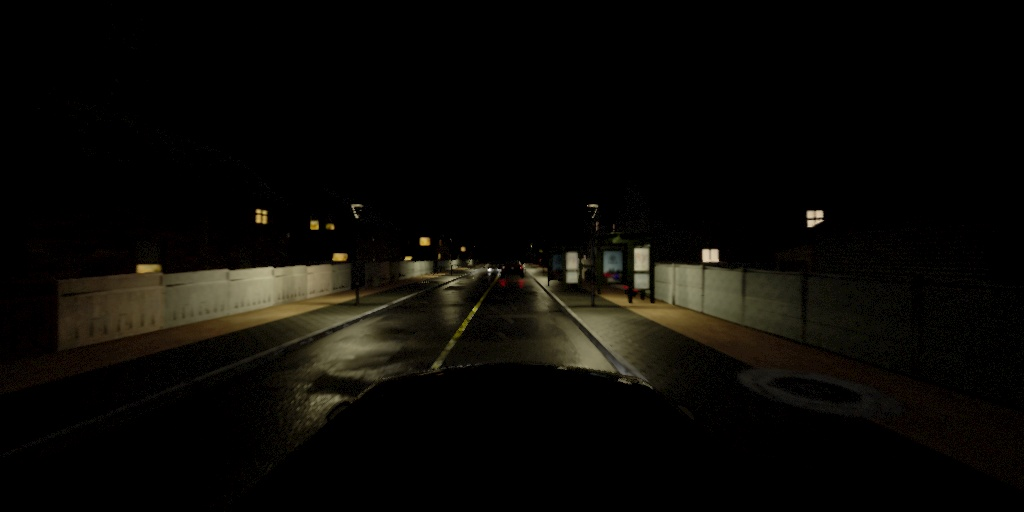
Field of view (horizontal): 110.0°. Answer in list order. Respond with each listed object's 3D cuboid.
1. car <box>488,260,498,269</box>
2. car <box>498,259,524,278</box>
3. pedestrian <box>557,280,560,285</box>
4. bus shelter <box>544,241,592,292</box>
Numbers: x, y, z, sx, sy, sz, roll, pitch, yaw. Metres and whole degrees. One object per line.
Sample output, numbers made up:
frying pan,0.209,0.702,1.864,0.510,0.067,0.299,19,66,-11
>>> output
car,-2.789,1.342,58.744,1.837,1.490,4.892,0,0,1
car,0.051,1.101,34.165,2.097,1.767,4.553,0,0,1
pedestrian,2.989,1.257,22.773,0.500,1.100,0.500,0,0,-4
bus shelter,3.011,0.610,20.306,1.920,2.740,3.880,0,0,0
